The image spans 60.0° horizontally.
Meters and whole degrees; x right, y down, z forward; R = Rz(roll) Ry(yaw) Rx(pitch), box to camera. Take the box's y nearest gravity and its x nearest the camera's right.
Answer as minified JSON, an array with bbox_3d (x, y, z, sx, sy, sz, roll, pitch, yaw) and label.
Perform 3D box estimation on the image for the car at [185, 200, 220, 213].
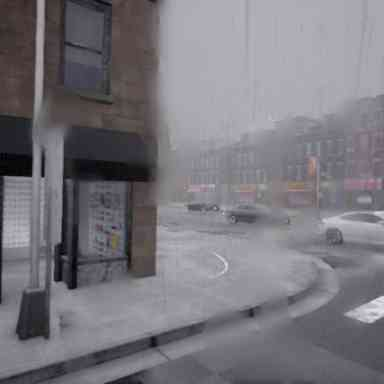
[{"bbox_3d":[1.077,1.605,38.246,1.882,1.535,5.008,2,0,-36],"label":"car"}]

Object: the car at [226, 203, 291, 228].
[{"bbox_3d":[4.361,1.537,22.341,1.837,1.490,4.892,2,-1,-36],"label":"car"}]

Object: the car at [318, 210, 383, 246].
[{"bbox_3d":[7.207,1.451,12.903,1.812,1.442,4.674,2,-1,-36],"label":"car"}]
